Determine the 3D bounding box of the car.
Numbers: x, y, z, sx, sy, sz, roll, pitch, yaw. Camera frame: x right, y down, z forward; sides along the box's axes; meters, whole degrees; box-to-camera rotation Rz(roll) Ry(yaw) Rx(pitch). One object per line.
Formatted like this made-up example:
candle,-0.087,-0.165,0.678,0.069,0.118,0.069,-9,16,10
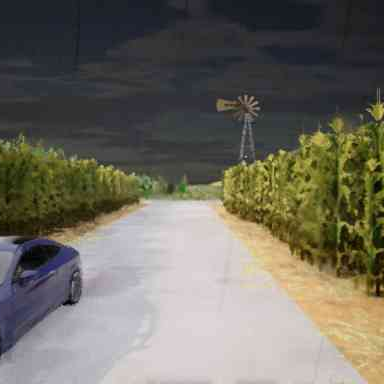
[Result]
car,-3.167,1.491,5.205,1.812,1.442,4.674,0,0,0
